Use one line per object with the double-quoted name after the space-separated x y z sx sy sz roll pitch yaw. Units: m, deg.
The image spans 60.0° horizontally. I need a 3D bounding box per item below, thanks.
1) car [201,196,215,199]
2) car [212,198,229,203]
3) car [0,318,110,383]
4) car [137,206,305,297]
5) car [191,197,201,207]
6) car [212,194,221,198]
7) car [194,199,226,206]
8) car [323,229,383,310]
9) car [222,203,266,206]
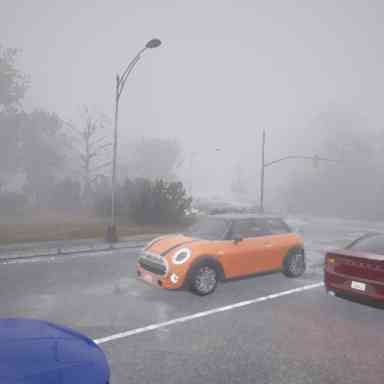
1.916 1.730 56.505 1.837 1.490 4.892 2 2 -12 "car"
4.631 2.104 46.478 2.033 1.411 5.357 3 1 -18 "car"
-2.889 1.478 1.681 5.008 1.535 1.882 0 0 -36 "car"
0.877 1.389 8.797 4.553 1.767 2.097 1 -1 -34 "car"
-0.651 1.703 52.351 2.128 1.511 4.902 2 1 -15 "car"
5.863 1.106 79.152 2.033 1.411 5.357 2 2 -1 "car"
2.260 2.035 42.791 1.994 1.385 4.181 3 0 -19 "car"
4.969 1.555 7.324 5.008 1.535 1.882 1 -1 -35 "car"
5.418 2.170 34.592 1.895 1.301 4.718 3 -1 -23 "car"
